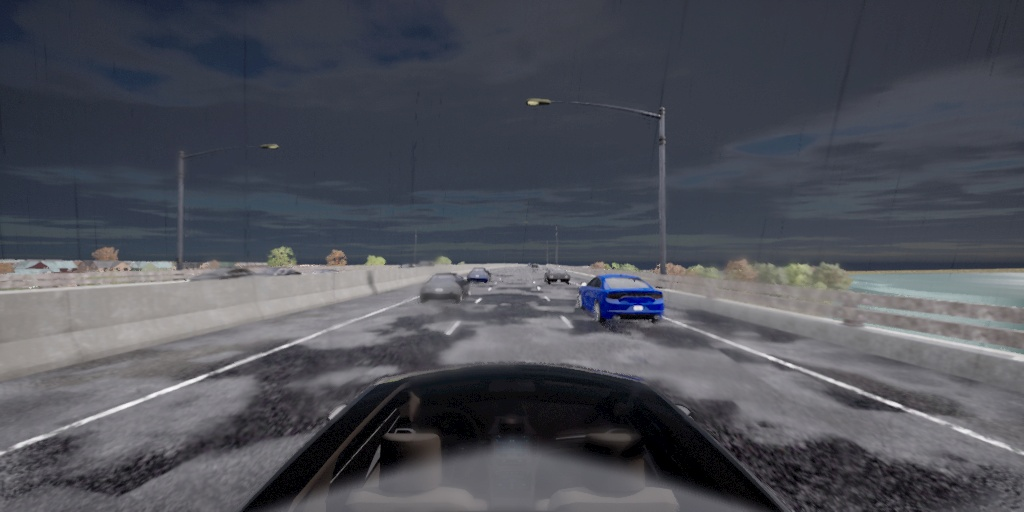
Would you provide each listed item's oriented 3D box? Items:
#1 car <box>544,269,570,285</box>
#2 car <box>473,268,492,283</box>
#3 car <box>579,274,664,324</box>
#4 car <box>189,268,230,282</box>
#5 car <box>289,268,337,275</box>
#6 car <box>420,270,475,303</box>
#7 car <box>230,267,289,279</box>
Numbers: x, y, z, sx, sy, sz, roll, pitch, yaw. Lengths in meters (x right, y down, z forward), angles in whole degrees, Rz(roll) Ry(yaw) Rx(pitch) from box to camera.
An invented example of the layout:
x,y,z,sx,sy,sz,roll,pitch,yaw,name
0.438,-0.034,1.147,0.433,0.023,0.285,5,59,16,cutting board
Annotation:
x,y,z,sx,sy,sz,roll,pitch,yaw,name
3.895,1.791,31.743,1.895,1.301,4.718,0,-1,1,car
-3.061,1.785,33.966,1.994,1.385,4.181,0,-1,1,car
3.649,1.383,12.780,1.882,1.535,5.008,0,-1,0,car
-20.895,1.602,26.252,1.837,1.490,4.892,0,-1,1,car
-13.893,1.664,26.297,1.994,1.385,4.181,0,-1,1,car
-3.298,1.548,18.336,1.994,1.385,4.181,0,-1,1,car
-17.396,1.588,26.150,2.128,1.511,4.902,0,-1,1,car
